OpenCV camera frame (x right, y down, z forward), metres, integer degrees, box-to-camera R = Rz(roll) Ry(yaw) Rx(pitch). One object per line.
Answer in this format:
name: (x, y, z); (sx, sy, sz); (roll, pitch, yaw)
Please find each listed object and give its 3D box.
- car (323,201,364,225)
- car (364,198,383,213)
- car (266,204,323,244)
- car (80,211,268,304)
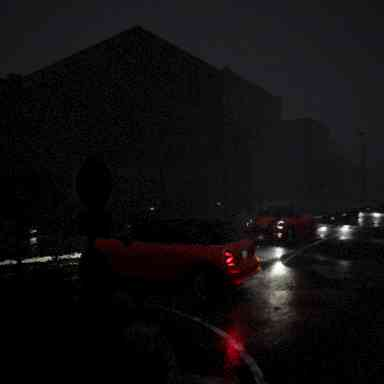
car: (11.153, 1.538, 24.877); (1.812, 1.442, 4.674); (-1, 0, 38)
car: (18.986, 1.341, 34.993); (1.812, 1.442, 4.674); (-1, 1, 38)
car: (4.508, 1.438, 16.535); (2.097, 1.767, 4.553); (-1, 0, 40)
car: (-0.676, 1.422, 8.456); (4.553, 1.767, 2.097); (0, -1, 28)
